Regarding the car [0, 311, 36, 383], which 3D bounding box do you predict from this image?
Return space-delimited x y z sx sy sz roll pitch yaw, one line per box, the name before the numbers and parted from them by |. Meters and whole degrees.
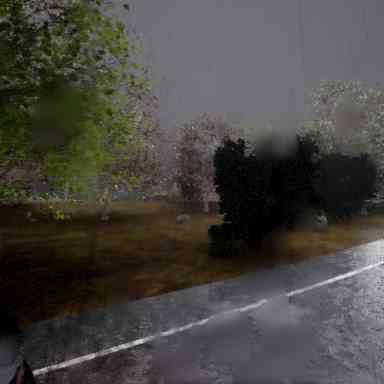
car | -3.409 1.490 1.386 5.008 1.535 1.882 0 0 -36
